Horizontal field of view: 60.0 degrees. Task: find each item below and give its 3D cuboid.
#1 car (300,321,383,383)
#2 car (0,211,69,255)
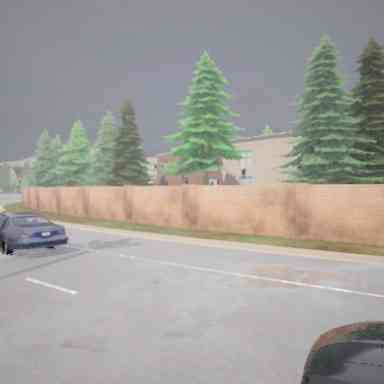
[{"bbox_3d":[3.148,1.515,1.900,4.892,1.490,1.837,1,1,29],"label":"car"},{"bbox_3d":[-6.942,1.473,12.975,5.357,1.411,2.033,0,0,39],"label":"car"}]
